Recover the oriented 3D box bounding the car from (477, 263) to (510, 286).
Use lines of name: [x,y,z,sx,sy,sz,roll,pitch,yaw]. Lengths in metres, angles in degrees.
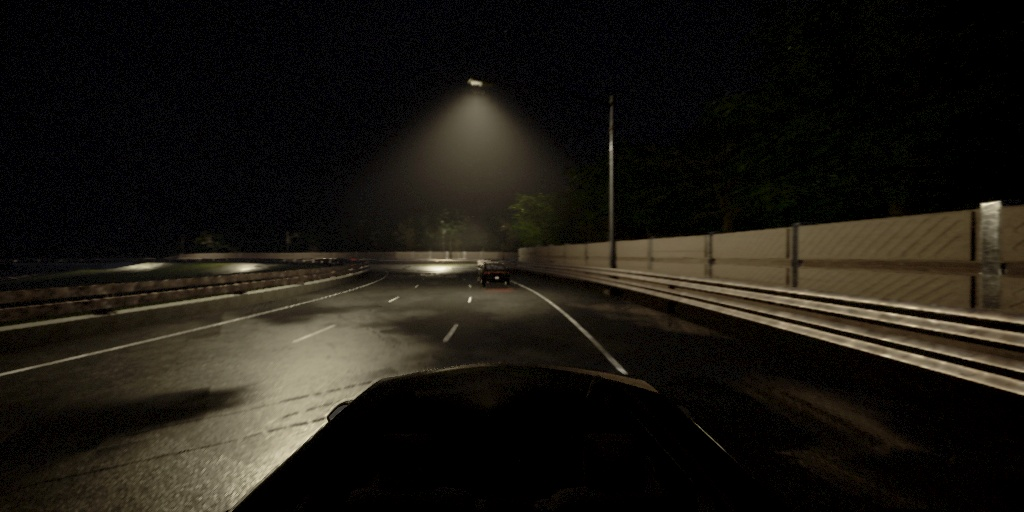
car: [-1.357,1.240,25.340,1.882,1.535,5.008,0,0,-9]
